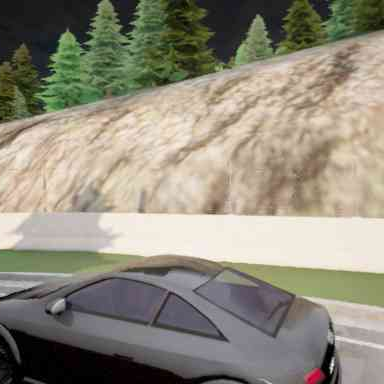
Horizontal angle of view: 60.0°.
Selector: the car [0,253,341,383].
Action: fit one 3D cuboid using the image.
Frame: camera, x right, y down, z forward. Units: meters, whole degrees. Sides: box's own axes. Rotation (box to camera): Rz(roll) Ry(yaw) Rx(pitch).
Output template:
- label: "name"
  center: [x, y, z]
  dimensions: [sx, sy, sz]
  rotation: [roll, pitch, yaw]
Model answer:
- label: "car"
  center: [-0.575, 1.461, 3.827]
  dimensions: [4.181, 1.385, 1.994]
  rotation: [0, 2, 25]
